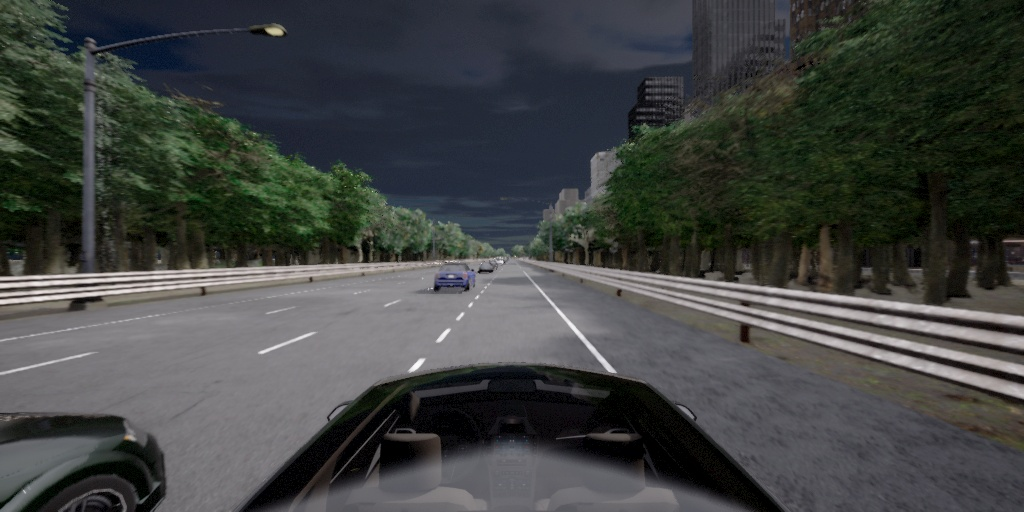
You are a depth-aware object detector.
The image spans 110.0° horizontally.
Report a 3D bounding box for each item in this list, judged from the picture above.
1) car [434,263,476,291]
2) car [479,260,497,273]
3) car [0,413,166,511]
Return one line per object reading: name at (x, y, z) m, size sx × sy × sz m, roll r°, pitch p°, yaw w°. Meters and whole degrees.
car at (-3.503, 1.215, 22.781) m, size 2.097 × 1.767 × 4.553 m, roll 0°, pitch 0°, yaw 0°
car at (-3.506, 1.599, 49.955) m, size 1.994 × 1.385 × 4.181 m, roll 0°, pitch 0°, yaw 0°
car at (-3.498, 1.308, 0.830) m, size 1.994 × 1.385 × 4.181 m, roll 0°, pitch 0°, yaw 0°
